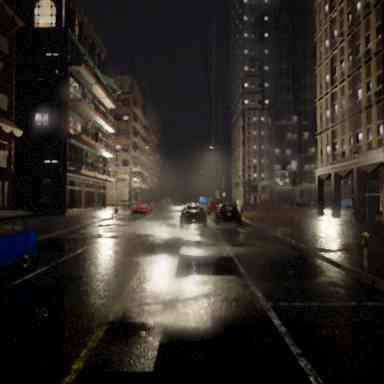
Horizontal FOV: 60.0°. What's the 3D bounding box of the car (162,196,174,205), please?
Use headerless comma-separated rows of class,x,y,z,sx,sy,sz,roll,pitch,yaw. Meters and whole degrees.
car,-5.659,2.110,75.397,1.967,1.590,4.097,1,-1,0

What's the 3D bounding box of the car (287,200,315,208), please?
car,17.935,2.059,54.554,4.403,1.369,2.008,0,-2,0

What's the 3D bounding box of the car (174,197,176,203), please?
car,-5.658,2.425,91.962,1.802,1.307,4.206,1,-1,0

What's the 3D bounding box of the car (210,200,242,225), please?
car,2.679,1.650,25.797,1.967,1.590,4.097,1,-1,0

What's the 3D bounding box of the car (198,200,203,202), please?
car,0.108,1.932,39.778,1.895,1.301,4.718,0,-1,0

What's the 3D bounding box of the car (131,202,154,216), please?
car,-5.669,1.891,37.308,1.802,1.307,4.206,1,-1,0

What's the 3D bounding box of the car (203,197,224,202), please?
car,2.683,1.623,37.196,2.192,1.841,5.009,1,-1,0

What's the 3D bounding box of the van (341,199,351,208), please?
van,29.179,2.155,62.934,3.998,1.788,1.690,0,-2,0

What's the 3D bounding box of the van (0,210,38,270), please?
van,-5.670,1.412,8.825,1.690,1.788,3.998,1,0,0

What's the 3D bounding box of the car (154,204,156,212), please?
car,-5.667,1.926,43.005,1.947,1.339,4.313,1,-1,0

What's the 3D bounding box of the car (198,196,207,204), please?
car,2.725,2.099,86.439,2.192,1.841,5.009,1,-1,0

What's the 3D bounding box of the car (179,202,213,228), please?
car,0.105,1.683,23.886,2.128,1.511,4.902,0,-1,0

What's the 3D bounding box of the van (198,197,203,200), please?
van,2.724,2.068,80.918,1.690,1.788,3.998,1,-1,0
